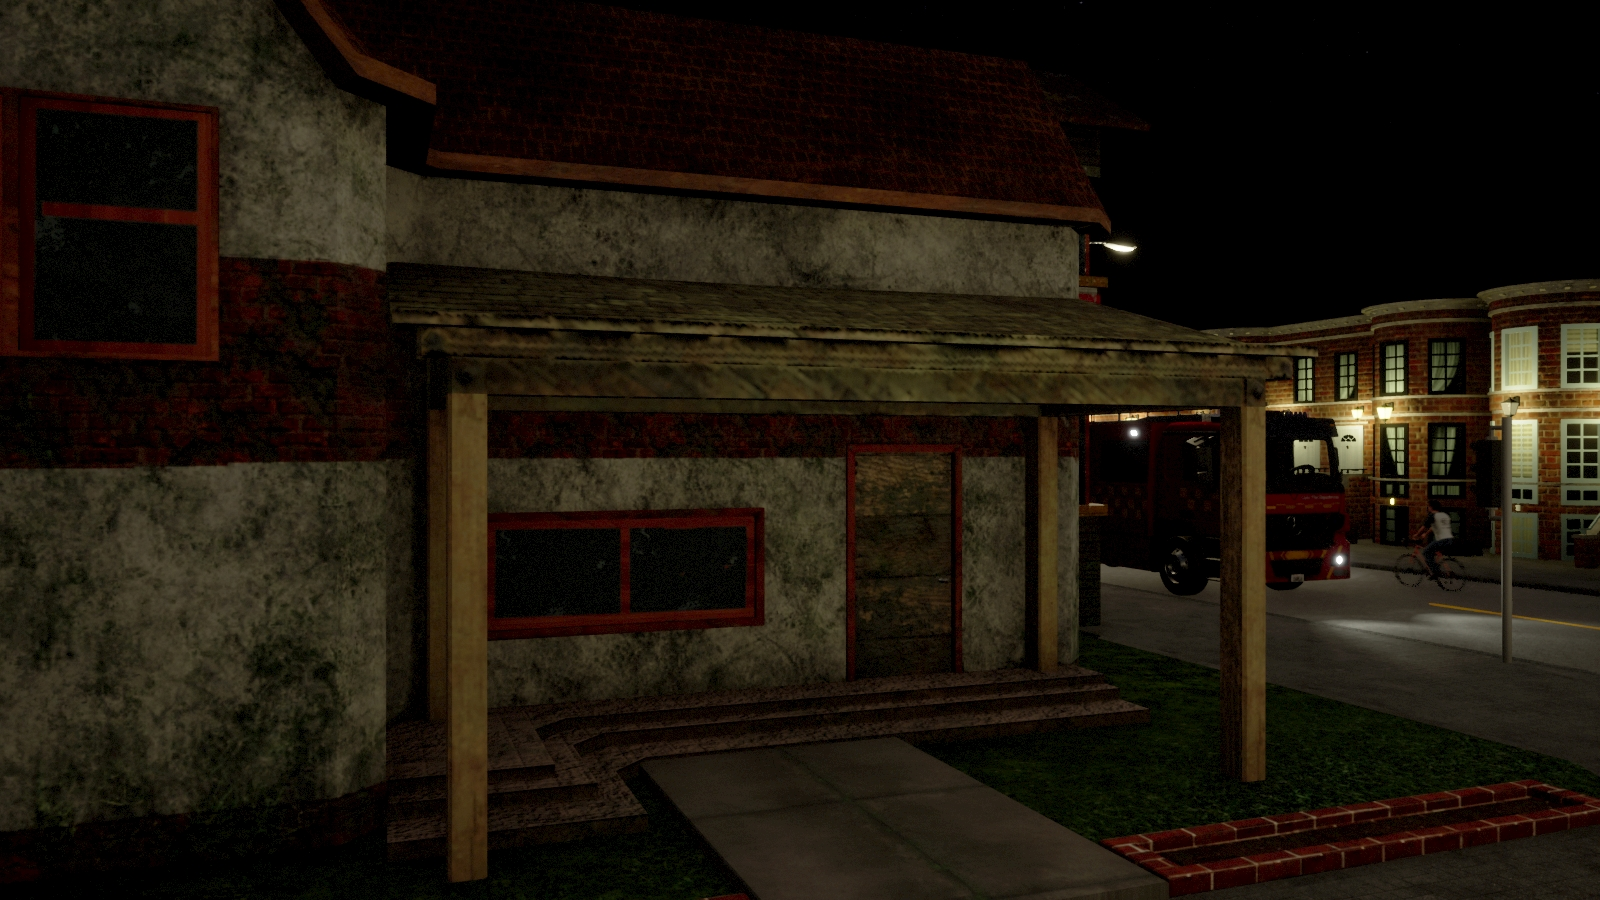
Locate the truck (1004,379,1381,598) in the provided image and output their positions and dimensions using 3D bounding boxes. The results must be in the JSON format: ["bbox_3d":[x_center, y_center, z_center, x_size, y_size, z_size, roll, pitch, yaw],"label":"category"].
[{"bbox_3d":[7.818,0.670,24.411,2.891,3.827,8.468,0,0,-20],"label":"truck"}]
